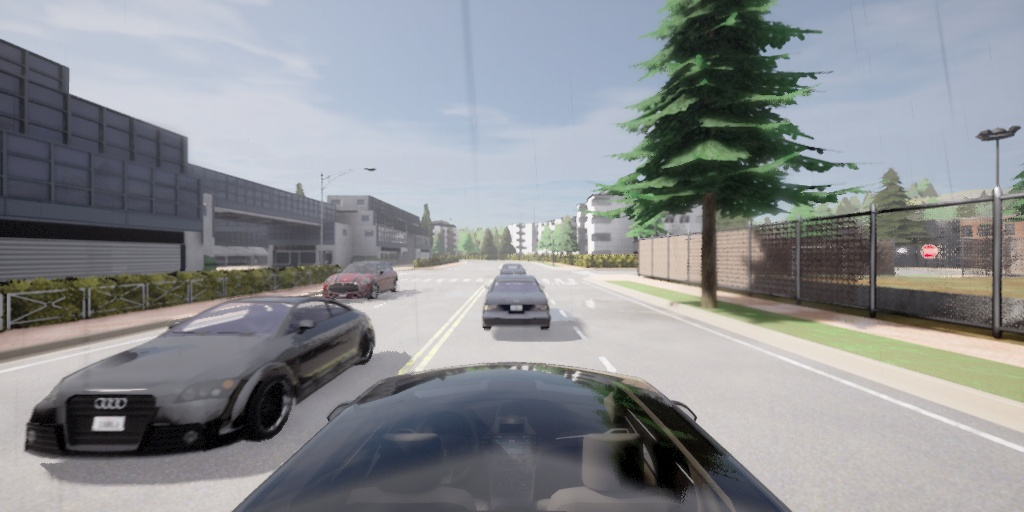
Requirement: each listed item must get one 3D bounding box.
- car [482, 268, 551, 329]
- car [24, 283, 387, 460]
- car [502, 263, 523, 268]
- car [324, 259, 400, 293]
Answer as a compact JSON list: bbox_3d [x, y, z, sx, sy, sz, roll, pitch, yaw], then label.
[{"bbox_3d":[0.096,1.268,11.022,2.033,1.411,5.357,0,0,0],"label":"car"},{"bbox_3d":[-3.597,1.303,5.190,1.994,1.385,4.181,0,0,0],"label":"car"},{"bbox_3d":[0.021,1.223,25.141,2.033,1.411,5.357,0,0,-2],"label":"car"},{"bbox_3d":[-7.070,1.051,17.262,2.097,1.767,4.553,0,0,0],"label":"car"}]
